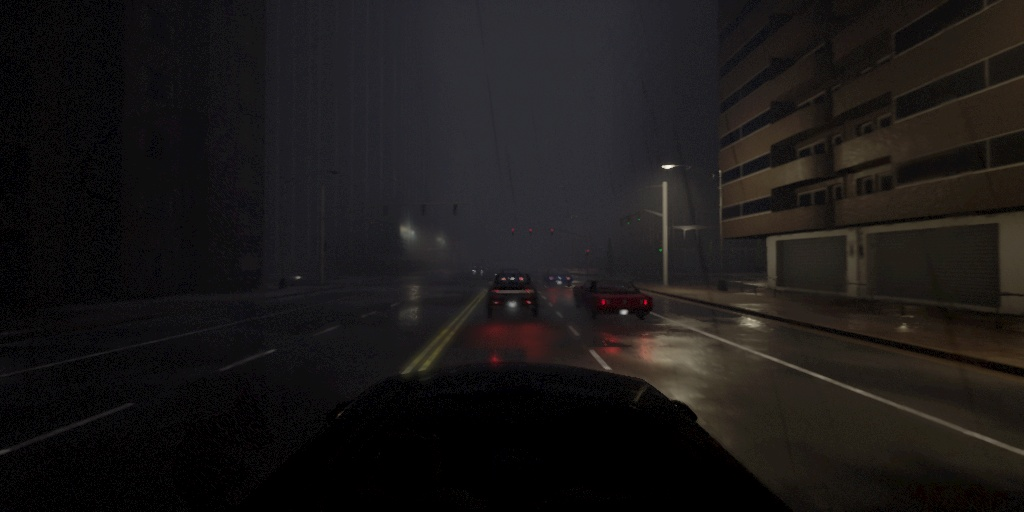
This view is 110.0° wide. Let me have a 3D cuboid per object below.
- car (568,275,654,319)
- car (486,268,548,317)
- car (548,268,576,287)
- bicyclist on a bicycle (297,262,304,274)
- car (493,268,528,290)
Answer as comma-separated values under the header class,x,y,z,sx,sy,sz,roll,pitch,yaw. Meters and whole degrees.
class,x,y,z,sx,sy,sz,roll,pitch,yaw
car,3.539,1.510,13.496,1.895,1.301,4.718,0,-1,0
car,0.043,1.407,14.004,2.128,1.511,4.902,0,-1,0
car,3.532,1.712,28.486,1.895,1.301,4.718,0,-1,1
bicyclist on a bicycle,-28.780,1.688,48.859,0.582,1.620,1.656,0,0,1
car,-0.238,1.638,26.936,2.033,1.411,5.357,0,-1,-6
